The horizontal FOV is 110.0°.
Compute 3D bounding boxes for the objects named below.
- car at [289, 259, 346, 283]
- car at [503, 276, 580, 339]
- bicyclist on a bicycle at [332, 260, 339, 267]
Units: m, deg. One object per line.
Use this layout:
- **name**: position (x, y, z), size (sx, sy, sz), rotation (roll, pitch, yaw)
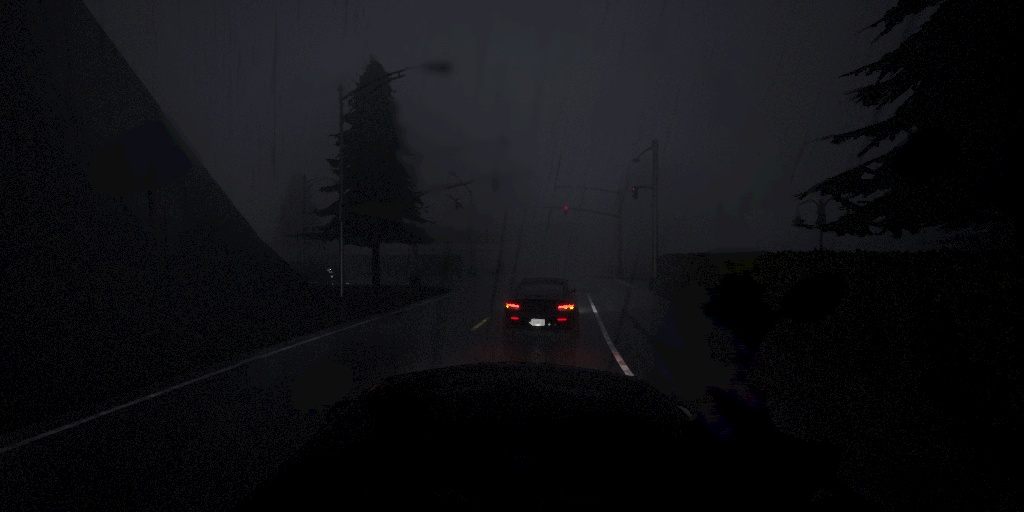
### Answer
- **car**: position (-15.349, 1.102, 27.909), size (4.553, 1.767, 2.097), rotation (0, 0, 9)
- **car**: position (0.918, 1.276, 10.056), size (1.812, 1.442, 4.674), rotation (0, 0, 9)
- **bicyclist on a bicycle**: position (-17.372, 1.203, 35.331), size (0.582, 1.620, 1.656), rotation (0, 0, 8)
